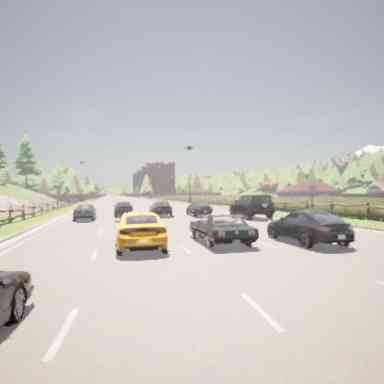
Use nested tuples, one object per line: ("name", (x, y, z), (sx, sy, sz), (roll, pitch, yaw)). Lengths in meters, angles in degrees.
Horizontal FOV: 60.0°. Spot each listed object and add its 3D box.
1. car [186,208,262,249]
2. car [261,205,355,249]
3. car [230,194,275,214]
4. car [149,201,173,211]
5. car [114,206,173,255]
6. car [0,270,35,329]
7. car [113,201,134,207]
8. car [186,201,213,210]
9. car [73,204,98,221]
("car", (1.210, 1.630, 14.837), (1.895, 1.301, 4.718), (-1, 0, -13))
("car", (4.947, 1.493, 14.344), (1.812, 1.442, 4.674), (-1, 0, -13))
("car", (5.120, 1.232, 28.703), (2.150, 2.045, 5.566), (-1, 0, -14))
("car", (-3.069, 1.660, 32.797), (1.837, 1.490, 4.892), (-1, 0, -14))
("car", (-2.170, 1.557, 13.822), (1.882, 1.535, 5.008), (-1, 0, -12))
("car", (-3.688, 1.620, 4.097), (2.033, 1.411, 5.357), (-1, 0, -8))
("car", (-7.072, 1.728, 34.453), (1.837, 1.490, 4.892), (-1, 0, -14))
("car", (0.700, 1.618, 32.107), (1.812, 1.442, 4.674), (-1, 0, -14))
("car", (-9.581, 1.798, 29.966), (2.033, 1.411, 5.357), (-1, 0, -14))
